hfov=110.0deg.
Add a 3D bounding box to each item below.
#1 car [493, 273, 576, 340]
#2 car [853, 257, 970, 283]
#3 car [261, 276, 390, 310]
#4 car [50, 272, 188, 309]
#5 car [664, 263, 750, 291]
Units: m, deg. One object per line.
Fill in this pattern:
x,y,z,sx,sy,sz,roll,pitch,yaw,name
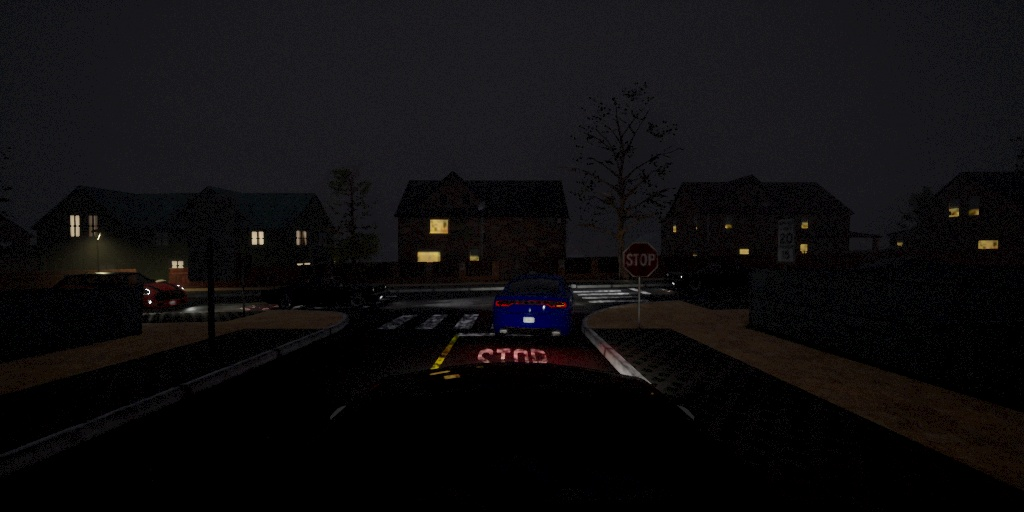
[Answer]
0.784,1.226,10.165,1.882,1.535,5.008,0,0,10,car
20.051,0.753,18.342,5.357,1.411,2.033,-1,1,0,car
-7.815,1.506,15.371,4.718,1.301,1.895,-1,1,0,car
-16.803,1.472,15.360,4.553,1.767,2.097,-1,1,0,car
10.406,1.034,18.303,4.718,1.301,1.895,-1,1,-1,car
